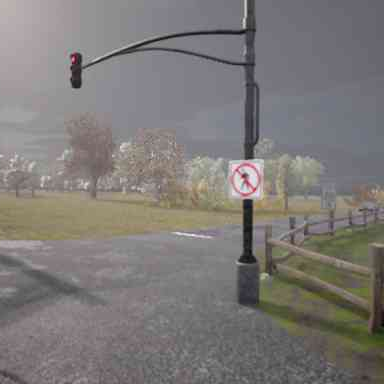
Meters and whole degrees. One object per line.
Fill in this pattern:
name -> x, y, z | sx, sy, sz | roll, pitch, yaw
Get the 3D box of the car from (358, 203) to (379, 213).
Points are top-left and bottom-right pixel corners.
car -> 25.633, 2.238, 48.136 | 2.033, 1.411, 5.357 | 1, 0, 40
